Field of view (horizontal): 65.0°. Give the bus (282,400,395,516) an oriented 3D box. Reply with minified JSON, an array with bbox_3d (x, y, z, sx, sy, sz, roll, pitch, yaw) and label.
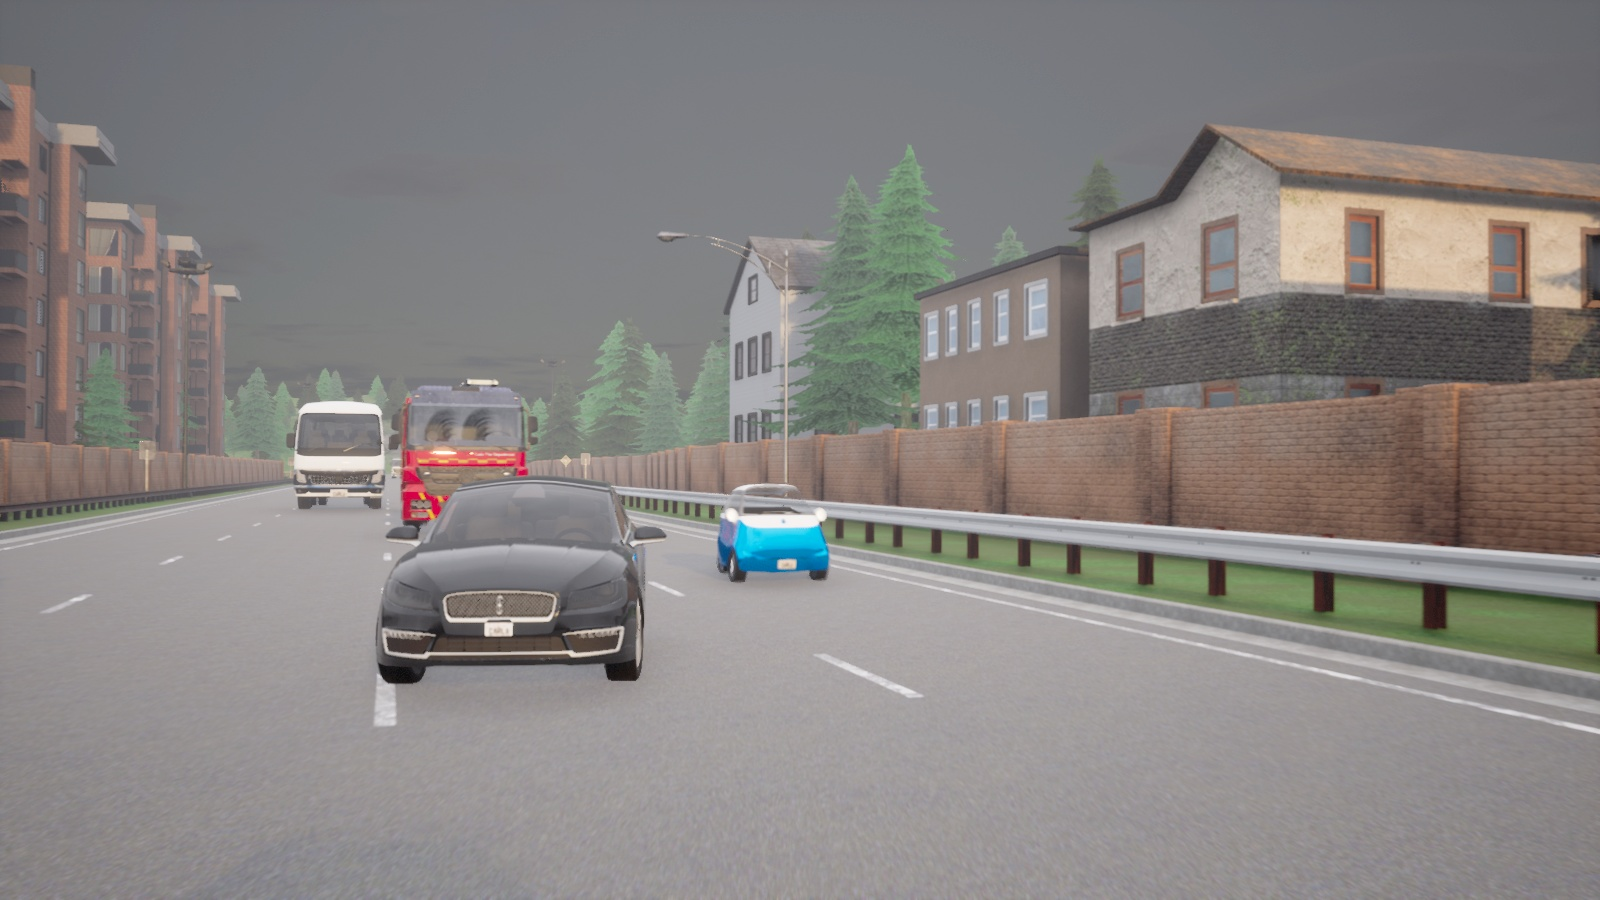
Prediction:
[{"bbox_3d":[-18.693,0.376,51.466,3.944,4.253,10.273,0,-1,-18],"label":"bus"}]

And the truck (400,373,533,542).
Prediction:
[{"bbox_3d":[-8.926,0.238,32.909,2.891,3.827,8.468,0,-1,-18],"label":"truck"}]

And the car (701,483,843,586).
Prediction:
[{"bbox_3d":[-0.459,1.178,18.309,1.481,1.376,2.207,0,-1,-18],"label":"car"}]

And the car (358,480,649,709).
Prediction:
[{"bbox_3d":[-2.256,1.011,10.792,1.837,1.490,4.892,0,-1,-6],"label":"car"}]
